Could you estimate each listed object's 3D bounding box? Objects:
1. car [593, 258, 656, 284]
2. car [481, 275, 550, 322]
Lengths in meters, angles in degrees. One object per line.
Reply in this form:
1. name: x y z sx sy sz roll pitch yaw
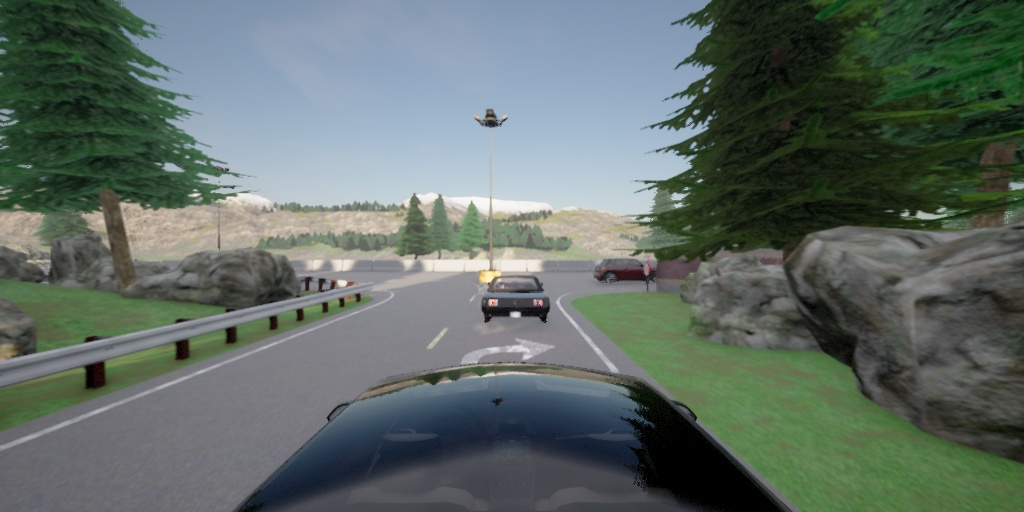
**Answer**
1. car: 7.871 0.901 23.931 4.553 1.767 2.097 0 1 -2
2. car: 0.106 1.256 11.788 1.895 1.301 4.718 0 1 0
